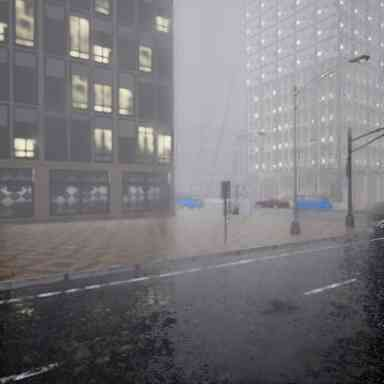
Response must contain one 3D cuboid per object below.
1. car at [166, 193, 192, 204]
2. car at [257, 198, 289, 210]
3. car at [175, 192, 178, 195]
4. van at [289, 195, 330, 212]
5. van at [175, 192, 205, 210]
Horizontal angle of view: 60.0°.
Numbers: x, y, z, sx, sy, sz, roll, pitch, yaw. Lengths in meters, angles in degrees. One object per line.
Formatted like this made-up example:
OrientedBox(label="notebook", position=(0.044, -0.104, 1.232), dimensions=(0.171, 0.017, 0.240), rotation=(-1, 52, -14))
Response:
OrientedBox(label="car", position=(-2.386, 1.069, 59.692), dimensions=(2.192, 1.841, 5.009), rotation=(0, 0, -34))
OrientedBox(label="car", position=(10.046, 1.403, 41.357), dimensions=(1.887, 1.381, 4.507), rotation=(0, 0, -34))
OrientedBox(label="car", position=(-4.066, 1.000, 57.421), dimensions=(2.150, 2.045, 5.566), rotation=(-1, 1, -34))
OrientedBox(label="van", position=(13.224, 1.225, 36.819), dimensions=(1.690, 1.788, 3.998), rotation=(0, 0, -34))
OrientedBox(label="van", position=(-0.016, 1.235, 41.233), dimensions=(1.690, 1.788, 3.998), rotation=(0, 0, -34))
